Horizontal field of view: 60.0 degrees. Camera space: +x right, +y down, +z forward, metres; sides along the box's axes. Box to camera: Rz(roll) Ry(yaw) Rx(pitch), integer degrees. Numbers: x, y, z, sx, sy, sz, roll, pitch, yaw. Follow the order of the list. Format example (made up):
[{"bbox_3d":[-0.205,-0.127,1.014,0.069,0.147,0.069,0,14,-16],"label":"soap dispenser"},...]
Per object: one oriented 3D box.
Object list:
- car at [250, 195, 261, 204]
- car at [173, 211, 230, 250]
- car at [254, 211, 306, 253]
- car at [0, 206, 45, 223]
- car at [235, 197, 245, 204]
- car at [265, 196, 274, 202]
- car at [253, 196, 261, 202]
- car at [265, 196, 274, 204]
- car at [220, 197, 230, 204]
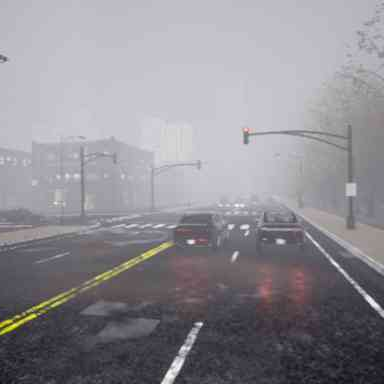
[{"bbox_3d":[14.231,1.596,75.084,2.150,2.045,5.566,-1,0,13],"label":"car"},{"bbox_3d":[0.514,1.619,14.875,1.837,1.490,4.892,-1,0,13],"label":"car"},{"bbox_3d":[3.680,1.558,14.143,2.128,1.511,4.902,-1,0,13],"label":"car"},{"bbox_3d":[-16.153,2.265,31.529,4.313,1.339,1.947,-1,1,13],"label":"car"},{"bbox_3d":[10.647,1.959,73.965,2.128,1.511,4.902,-1,0,13],"label":"car"},{"bbox_3d":[19.986,1.776,85.709,2.033,1.411,5.357,-1,0,13],"label":"car"},{"bbox_3d":[16.817,1.782,86.431,1.837,1.490,4.892,-1,0,13],"label":"car"},{"bbox_3d":[17.489,1.897,74.735,1.994,1.385,4.181,-1,0,13],"label":"car"},{"bbox_3d":[7.478,1.957,74.687,1.882,1.535,5.008,-1,0,13],"label":"car"}]
